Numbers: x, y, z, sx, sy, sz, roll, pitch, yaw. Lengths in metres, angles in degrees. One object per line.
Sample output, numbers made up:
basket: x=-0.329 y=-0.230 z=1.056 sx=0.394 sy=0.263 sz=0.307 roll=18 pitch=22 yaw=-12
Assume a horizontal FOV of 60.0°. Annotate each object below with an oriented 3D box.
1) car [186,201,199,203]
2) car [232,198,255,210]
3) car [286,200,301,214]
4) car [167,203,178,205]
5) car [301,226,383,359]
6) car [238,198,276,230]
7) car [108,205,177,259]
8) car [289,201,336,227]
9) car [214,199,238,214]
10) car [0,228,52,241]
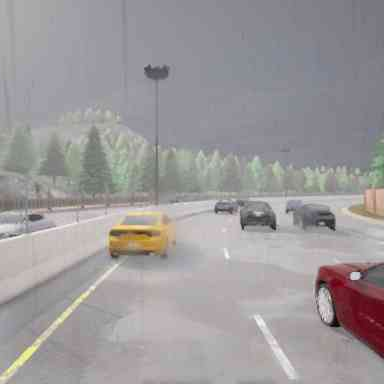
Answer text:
car: x=0.048 y=1.558 z=55.040 sx=1.837 sy=1.490 sz=4.892 roll=0 pitch=0 yaw=27
car: x=7.124 y=1.552 z=45.324 sx=1.837 sy=1.490 sz=4.892 roll=0 pitch=0 yaw=25
car: x=11.250 y=1.587 z=36.168 sx=2.033 sy=1.411 sz=5.357 roll=0 pitch=0 yaw=19
car: x=-4.117 y=1.402 z=54.415 sx=2.097 sy=1.767 sz=4.553 roll=0 pitch=0 yaw=25
car: x=3.232 y=1.483 z=4.008 sx=1.882 sy=1.535 sz=5.008 roll=0 pitch=0 yaw=-3
car: x=4.196 y=1.375 z=21.574 sx=2.097 sy=1.767 sz=4.553 roll=0 pitch=0 yaw=8
car: x=-1.693 y=1.489 z=12.711 sx=1.882 sy=1.535 sz=5.008 roll=0 pitch=0 yaw=3
car: x=7.614 y=1.527 z=20.985 sx=1.837 sy=1.490 sz=4.892 roll=0 pitch=0 yaw=8
car: x=3.712 y=1.527 z=35.587 sx=2.128 sy=1.511 sz=4.902 roll=0 pitch=0 yaw=18
car: x=-7.365 y=1.535 z=13.746 sx=1.812 sy=1.442 sz=4.674 roll=0 pitch=0 yaw=4
